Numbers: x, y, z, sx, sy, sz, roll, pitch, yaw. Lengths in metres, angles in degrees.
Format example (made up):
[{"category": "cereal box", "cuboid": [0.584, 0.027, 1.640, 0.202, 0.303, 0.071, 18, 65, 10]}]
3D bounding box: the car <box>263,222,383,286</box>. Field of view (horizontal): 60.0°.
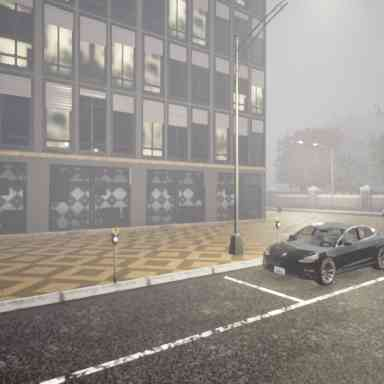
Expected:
[{"category": "car", "cuboid": [3.930, 1.562, 9.447, 4.313, 1.339, 1.947, 0, 0, -35]}]
